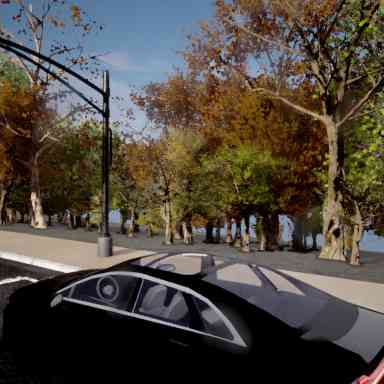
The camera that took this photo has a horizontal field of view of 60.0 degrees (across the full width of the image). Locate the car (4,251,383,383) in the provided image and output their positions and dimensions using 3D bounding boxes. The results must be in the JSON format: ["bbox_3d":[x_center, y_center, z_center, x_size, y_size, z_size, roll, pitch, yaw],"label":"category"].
[{"bbox_3d":[-0.365,1.491,3.952,4.902,1.511,2.128,0,0,36],"label":"car"}]
